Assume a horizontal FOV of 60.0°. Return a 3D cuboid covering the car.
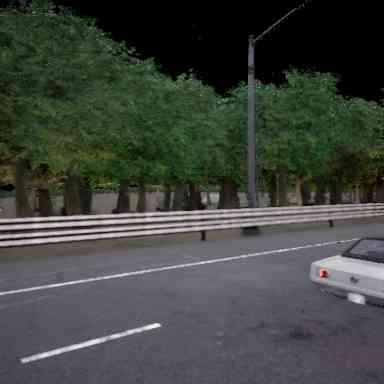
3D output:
[{"bbox_3d":[4.736,1.597,7.155,4.718,1.301,1.895,0,0,-35],"label":"car"}]
